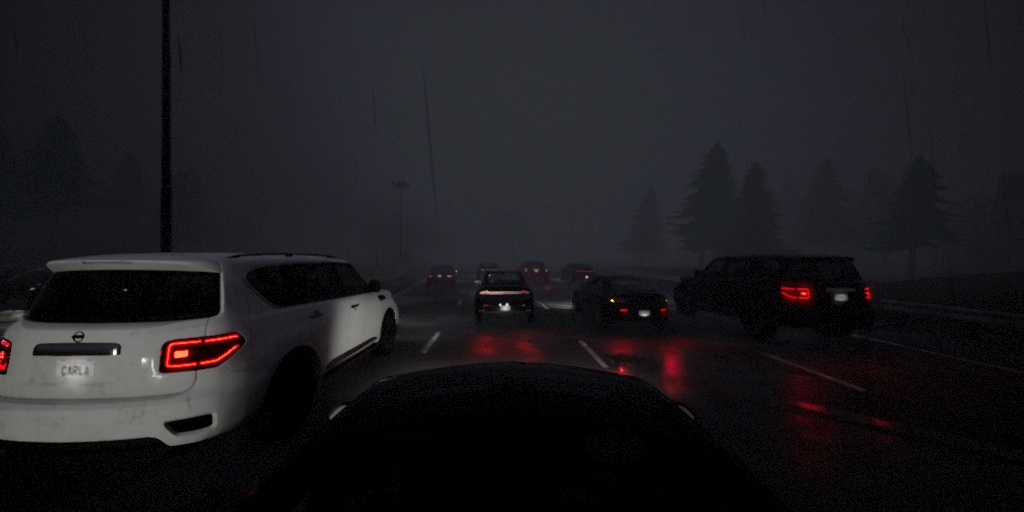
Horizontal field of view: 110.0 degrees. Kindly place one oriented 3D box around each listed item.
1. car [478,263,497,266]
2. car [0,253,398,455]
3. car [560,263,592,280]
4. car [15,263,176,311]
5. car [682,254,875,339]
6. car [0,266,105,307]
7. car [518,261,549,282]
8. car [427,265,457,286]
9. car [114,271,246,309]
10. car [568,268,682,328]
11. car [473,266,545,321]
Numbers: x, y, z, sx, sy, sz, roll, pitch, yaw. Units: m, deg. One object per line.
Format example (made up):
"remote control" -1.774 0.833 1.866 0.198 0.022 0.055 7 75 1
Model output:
"car" -2.102 1.306 30.300 2.128 1.511 4.902 0 0 -8
"car" -3.509 0.987 5.514 2.150 2.045 5.566 0 0 -1
"car" 5.177 1.301 28.690 1.837 1.490 4.892 0 0 -7
"car" -18.105 1.222 16.030 2.097 1.767 4.553 0 0 -5
"car" 6.828 0.975 10.241 2.150 2.045 5.566 0 0 -2
"car" -21.591 1.264 15.718 2.128 1.511 4.902 0 0 -5
"car" 1.576 1.157 29.209 2.097 1.767 4.553 0 0 -7
"car" -4.975 1.358 25.664 2.033 1.411 5.357 0 0 -7
"car" -14.611 1.415 16.252 1.895 1.301 4.718 0 0 -5
"car" 3.252 1.290 11.414 1.812 1.442 4.674 0 0 -3
"car" -0.318 1.265 12.556 2.128 1.511 4.902 0 0 -3
